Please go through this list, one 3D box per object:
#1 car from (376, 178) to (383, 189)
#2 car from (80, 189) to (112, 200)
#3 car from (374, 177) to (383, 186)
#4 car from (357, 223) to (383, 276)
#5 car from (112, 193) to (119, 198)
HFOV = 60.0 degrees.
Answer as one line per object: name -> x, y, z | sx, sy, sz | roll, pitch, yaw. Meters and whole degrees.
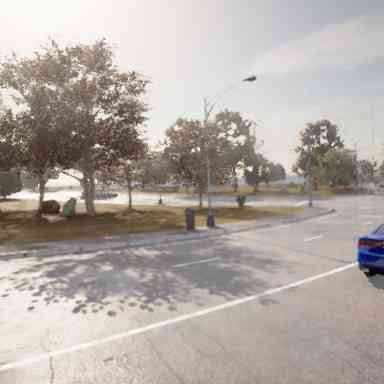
car -> 38.365, -1.504, 66.469 | 1.812, 1.442, 4.674 | -2, 2, 27
car -> -15.660, 0.355, 53.205 | 4.553, 1.767, 2.097 | 2, 4, 31
car -> 45.804, -2.603, 81.034 | 2.150, 2.045, 5.566 | -2, 2, 27
car -> 6.336, 1.418, 9.092 | 5.008, 1.535, 1.882 | 0, 0, -41
car -> -14.754, 0.395, 56.746 | 4.718, 1.301, 1.895 | 2, 4, 31
